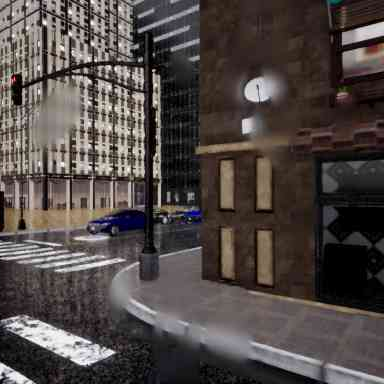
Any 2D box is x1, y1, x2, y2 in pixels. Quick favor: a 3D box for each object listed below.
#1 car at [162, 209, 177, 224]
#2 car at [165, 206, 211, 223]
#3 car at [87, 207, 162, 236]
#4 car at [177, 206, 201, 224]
[{"bbox_3d":[-3.526,1.894,25.924,2.008,1.369,4.403,-2,-2,35],"label":"car"},{"bbox_3d":[-0.324,1.975,30.481,2.008,1.369,4.403,-2,-2,35],"label":"car"},{"bbox_3d":[-4.172,1.773,20.248,1.812,1.442,4.674,-1,-1,33],"label":"car"},{"bbox_3d":[1.247,1.863,27.965,1.882,1.535,5.008,-1,-1,35],"label":"car"}]
